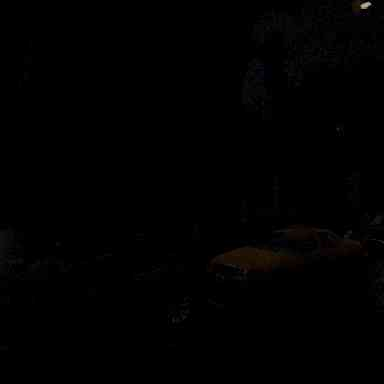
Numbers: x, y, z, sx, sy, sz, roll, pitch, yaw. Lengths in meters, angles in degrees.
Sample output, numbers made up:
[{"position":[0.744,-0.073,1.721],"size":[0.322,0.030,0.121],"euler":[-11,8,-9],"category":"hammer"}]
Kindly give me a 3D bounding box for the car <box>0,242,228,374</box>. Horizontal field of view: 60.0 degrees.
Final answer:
[{"position":[-1.734,1.566,5.414],"size":[4.313,1.339,1.947],"euler":[0,0,-36],"category":"car"}]

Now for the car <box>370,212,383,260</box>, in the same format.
[{"position":[7.109,1.441,11.745],"size":[4.097,1.590,1.967],"euler":[0,0,-36],"category":"car"}]

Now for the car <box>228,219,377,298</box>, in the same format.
[{"position":[2.549,1.525,8.481],"size":[4.829,1.417,1.752],"euler":[0,0,-36],"category":"car"}]
